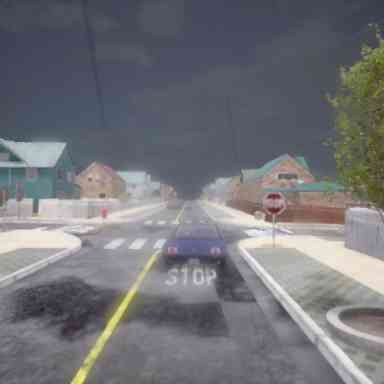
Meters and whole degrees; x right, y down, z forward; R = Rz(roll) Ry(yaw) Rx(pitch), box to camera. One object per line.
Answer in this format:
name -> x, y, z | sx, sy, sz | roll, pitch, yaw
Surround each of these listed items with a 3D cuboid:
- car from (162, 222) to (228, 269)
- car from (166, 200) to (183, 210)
car -> 0.254, 1.688, 11.563 | 1.895, 1.301, 4.718 | 0, 0, 5
car -> -2.826, 2.005, 51.498 | 1.994, 1.385, 4.181 | 0, -1, 0
